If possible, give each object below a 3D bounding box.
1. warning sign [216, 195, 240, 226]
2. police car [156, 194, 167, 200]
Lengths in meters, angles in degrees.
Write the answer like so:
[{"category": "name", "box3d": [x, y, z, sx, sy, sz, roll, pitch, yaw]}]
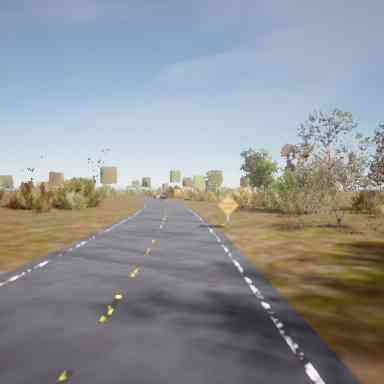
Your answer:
[{"category": "warning sign", "box3d": [2.220, 1.099, 20.456, 1.300, 1.860, 1.060, 0, 0, -2]}, {"category": "police car", "box3d": [-8.417, 1.480, 95.267, 1.930, 1.638, 5.238, 0, 0, -11]}]
